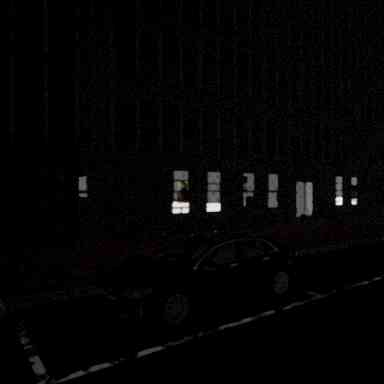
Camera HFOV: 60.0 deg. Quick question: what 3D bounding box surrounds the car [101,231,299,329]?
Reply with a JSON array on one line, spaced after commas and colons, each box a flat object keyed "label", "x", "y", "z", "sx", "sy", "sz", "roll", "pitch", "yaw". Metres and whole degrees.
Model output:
[{"label": "car", "x": 0.366, "y": 1.529, "z": 6.823, "sx": 4.403, "sy": 1.369, "sz": 2.008, "roll": 0, "pitch": 0, "yaw": -36}]

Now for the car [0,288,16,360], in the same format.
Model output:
[{"label": "car", "x": -4.267, "y": 1.449, "z": 3.516, "sx": 4.097, "sy": 1.590, "sz": 1.967, "roll": 0, "pitch": 0, "yaw": -36}]
